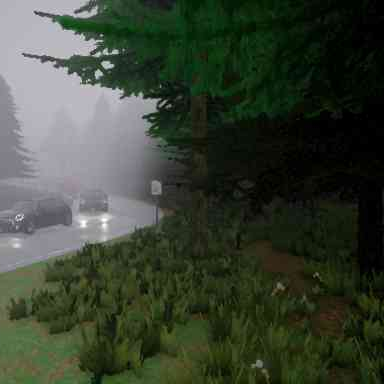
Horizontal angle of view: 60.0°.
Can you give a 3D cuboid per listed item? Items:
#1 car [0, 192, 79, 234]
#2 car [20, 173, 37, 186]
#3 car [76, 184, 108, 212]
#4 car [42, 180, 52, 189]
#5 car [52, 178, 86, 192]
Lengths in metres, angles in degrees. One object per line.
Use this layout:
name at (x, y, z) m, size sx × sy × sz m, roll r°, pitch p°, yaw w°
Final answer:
car at (-8.505, 1.138, 17.855) m, size 2.097 × 1.767 × 4.553 m, roll 0°, pitch 2°, yaw 15°
car at (-25.830, -2.127, 52.412) m, size 2.150 × 2.045 × 5.566 m, roll 0°, pitch 5°, yaw -30°
car at (-8.119, 0.589, 27.701) m, size 2.097 × 1.767 × 4.553 m, roll 0°, pitch 4°, yaw -14°
car at (-18.493, -0.951, 45.360) m, size 4.892 × 1.490 × 1.837 m, roll 6°, pitch 4°, yaw 38°
car at (-12.867, -0.410, 36.609) m, size 5.566 × 2.045 × 2.150 m, roll 7°, pitch 5°, yaw 44°
